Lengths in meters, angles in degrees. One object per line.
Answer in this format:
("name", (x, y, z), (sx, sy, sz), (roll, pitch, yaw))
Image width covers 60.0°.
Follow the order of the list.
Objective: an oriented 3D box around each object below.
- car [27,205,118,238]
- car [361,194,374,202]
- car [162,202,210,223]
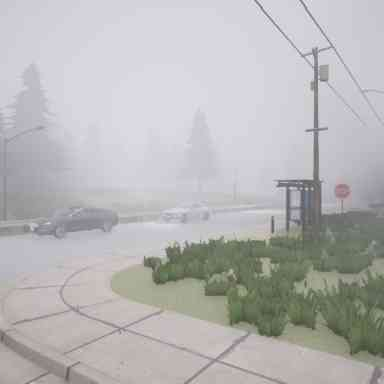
("car", (-6.165, 1.492, 17.772), (2.128, 1.511, 4.902), (0, 0, 36))
("car", (40.420, 1.355, 76.466), (2.097, 1.767, 4.553), (0, 0, 36))
("car", (-0.319, 1.526, 25.845), (1.812, 1.442, 4.674), (0, 0, 36))
